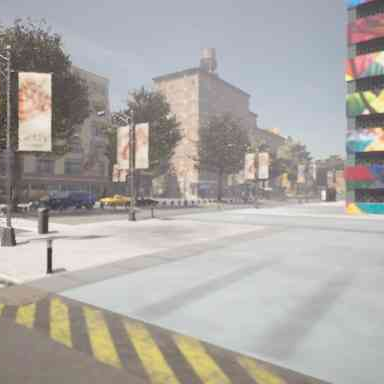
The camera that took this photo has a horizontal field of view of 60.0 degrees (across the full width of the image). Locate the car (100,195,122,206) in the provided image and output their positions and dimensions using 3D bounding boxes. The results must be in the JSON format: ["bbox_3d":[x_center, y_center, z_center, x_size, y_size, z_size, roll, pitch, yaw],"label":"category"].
[{"bbox_3d":[-11.186,1.224,48.363,1.882,1.535,5.008,0,0,36],"label":"car"}]

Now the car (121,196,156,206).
[{"bbox_3d":[-7.363,1.371,47.688,1.895,1.301,4.718,0,0,36],"label":"car"}]

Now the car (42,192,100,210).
[{"bbox_3d":[-13.904,0.992,38.534,2.150,2.045,5.566,0,0,36],"label":"car"}]

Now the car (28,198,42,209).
[{"bbox_3d":[-17.126,1.238,40.031,2.128,1.511,4.902,0,0,36],"label":"car"}]
